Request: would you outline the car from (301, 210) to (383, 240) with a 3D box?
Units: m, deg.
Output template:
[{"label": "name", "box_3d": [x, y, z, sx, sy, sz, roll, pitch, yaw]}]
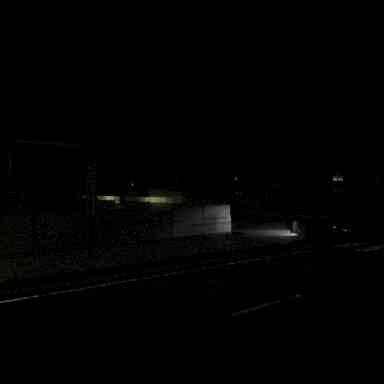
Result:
[{"label": "car", "box_3d": [8.030, 1.552, 15.859, 5.357, 1.411, 2.033, 0, 0, 21]}]
